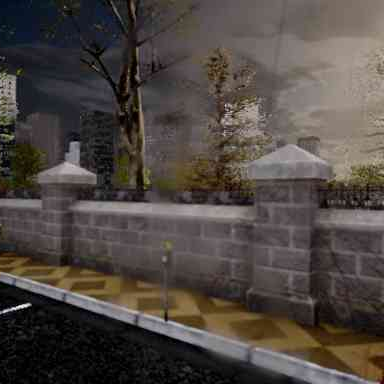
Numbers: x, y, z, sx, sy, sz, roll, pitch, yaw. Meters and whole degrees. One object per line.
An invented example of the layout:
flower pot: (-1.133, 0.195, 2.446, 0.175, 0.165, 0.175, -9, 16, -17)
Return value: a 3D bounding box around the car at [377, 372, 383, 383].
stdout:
car: (3.019, 1.325, 0.568, 5.009, 1.841, 2.192, 0, 0, 35)
